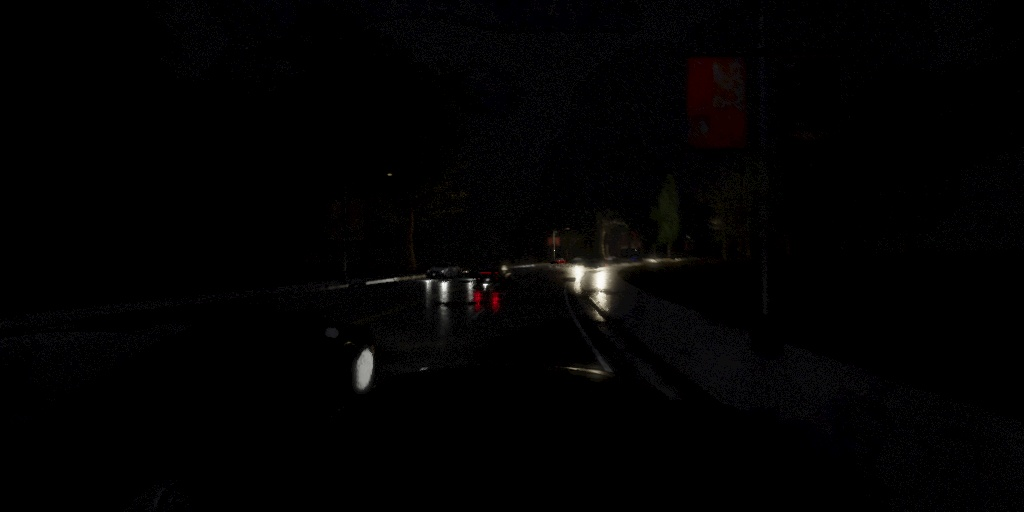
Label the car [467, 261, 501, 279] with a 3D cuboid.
[{"bbox_3d":[-2.554,1.281,34.269,1.837,1.490,4.892,0,0,14],"label":"car"}]

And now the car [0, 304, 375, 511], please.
[{"bbox_3d":[-3.050,1.216,3.549,1.882,1.535,5.008,0,0,1],"label":"car"}]

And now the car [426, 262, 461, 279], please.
[{"bbox_3d":[-6.183,1.304,33.056,1.812,1.442,4.674,0,0,13],"label":"car"}]

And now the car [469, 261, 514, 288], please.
[{"bbox_3d":[-1.089,1.261,24.297,2.128,1.511,4.902,0,0,9],"label":"car"}]

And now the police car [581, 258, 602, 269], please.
[{"bbox_3d":[12.355,1.075,54.480,1.930,1.638,5.238,0,0,24],"label":"police car"}]
